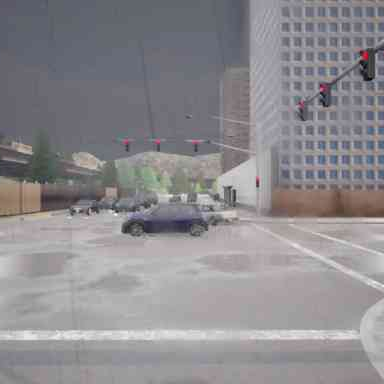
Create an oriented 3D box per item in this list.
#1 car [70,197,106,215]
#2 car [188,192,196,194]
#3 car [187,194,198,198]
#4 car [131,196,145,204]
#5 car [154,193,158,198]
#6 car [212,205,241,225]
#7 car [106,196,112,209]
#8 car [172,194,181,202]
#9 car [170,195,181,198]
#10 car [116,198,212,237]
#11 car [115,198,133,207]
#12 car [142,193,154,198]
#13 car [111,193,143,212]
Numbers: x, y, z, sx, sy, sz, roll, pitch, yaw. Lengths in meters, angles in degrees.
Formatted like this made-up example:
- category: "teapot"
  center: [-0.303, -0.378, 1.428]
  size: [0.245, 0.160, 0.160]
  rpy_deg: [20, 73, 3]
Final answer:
- category: "car"
  center: [-10.585, 1.492, 33.251]
  size: [2.128, 1.511, 4.902]
  rpy_deg: [0, 0, 1]
- category: "car"
  center: [0.039, 1.053, 74.508]
  size: [2.150, 2.045, 5.566]
  rpy_deg: [0, 0, 0]
- category: "car"
  center: [0.034, 1.601, 64.285]
  size: [1.895, 1.301, 4.718]
  rpy_deg: [0, 0, 0]
- category: "car"
  center: [-10.504, 1.477, 64.746]
  size: [1.882, 1.535, 5.008]
  rpy_deg: [0, 0, 1]
- category: "car"
  center: [-7.034, 1.221, 56.963]
  size: [2.150, 2.045, 5.566]
  rpy_deg: [0, 0, 0]
- category: "car"
  center: [1.338, 1.620, 24.712]
  size: [1.895, 1.301, 4.718]
  rpy_deg: [-1, 1, -37]
- category: "car"
  center: [-10.569, 1.352, 42.148]
  size: [2.097, 1.767, 4.553]
  rpy_deg: [0, 0, 0]
- category: "car"
  center: [-3.461, 1.305, 74.481]
  size: [1.882, 1.535, 5.008]
  rpy_deg: [0, 0, 0]
- category: "car"
  center: [-3.466, 1.601, 64.288]
  size: [1.895, 1.301, 4.718]
  rpy_deg: [0, 0, 0]
- category: "car"
  center: [-1.393, 1.380, 17.666]
  size: [4.553, 1.767, 2.097]
  rpy_deg: [0, 0, 0]
- category: "car"
  center: [-10.560, 1.601, 51.942]
  size: [1.895, 1.301, 4.718]
  rpy_deg: [0, 0, 0]
- category: "car"
  center: [-7.059, 1.221, 46.233]
  size: [2.150, 2.045, 5.566]
  rpy_deg: [0, 0, 0]
- category: "car"
  center: [-7.068, 1.352, 36.797]
  size: [2.097, 1.767, 4.553]
  rpy_deg: [0, 0, 0]
